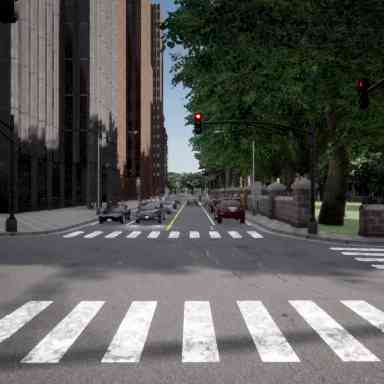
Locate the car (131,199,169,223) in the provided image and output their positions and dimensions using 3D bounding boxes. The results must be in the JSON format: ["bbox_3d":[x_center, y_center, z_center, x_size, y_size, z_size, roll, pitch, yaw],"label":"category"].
[{"bbox_3d":[-3.079,1.516,25.520,1.837,1.490,4.892,0,0,1],"label":"car"}]

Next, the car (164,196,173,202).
[{"bbox_3d":[-5.678,1.620,79.818,1.887,1.381,4.507,0,0,0],"label":"car"}]

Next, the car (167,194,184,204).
[{"bbox_3d":[-2.936,1.600,59.962,2.033,1.411,5.357,0,0,0],"label":"car"}]

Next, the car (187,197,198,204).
[{"bbox_3d":[0.070,1.620,65.786,1.994,1.385,4.181,0,0,0],"label":"car"}]

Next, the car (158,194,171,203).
[{"bbox_3d":[-5.689,1.374,68.904,2.192,1.841,5.009,0,0,0],"label":"car"}]

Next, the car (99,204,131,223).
[{"bbox_3d":[-5.735,1.576,25.248,1.947,1.339,4.313,0,0,0],"label":"car"}]

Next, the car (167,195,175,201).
[{"bbox_3d":[-5.666,1.533,90.732,1.967,1.590,4.097,0,0,0],"label":"car"}]

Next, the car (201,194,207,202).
[{"bbox_3d":[2.819,1.481,52.530,1.967,1.590,4.097,0,0,0],"label":"car"}]

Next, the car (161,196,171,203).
[{"bbox_3d":[-5.683,1.611,74.361,1.887,1.381,4.507,0,0,0],"label":"car"}]

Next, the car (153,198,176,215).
[{"bbox_3d":[-3.062,1.622,34.856,1.895,1.301,4.718,0,0,0],"label":"car"}]

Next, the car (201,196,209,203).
[{"bbox_3d":[2.842,1.592,74.526,1.752,1.417,4.829,0,0,0],"label":"car"}]

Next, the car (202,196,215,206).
[{"bbox_3d":[2.825,1.487,57.987,1.967,1.590,4.097,0,0,0],"label":"car"}]

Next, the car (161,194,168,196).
[{"bbox_3d":[-5.695,1.635,63.447,1.802,1.307,4.206,0,0,0],"label":"car"}]

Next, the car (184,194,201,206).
[{"bbox_3d":[0.115,1.536,55.806,2.128,1.511,4.902,0,0,1],"label":"car"}]

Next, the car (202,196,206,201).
[{"bbox_3d":[2.813,1.585,47.074,2.008,1.369,4.403,0,0,0],"label":"car"}]

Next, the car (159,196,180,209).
[{"bbox_3d":[-3.052,1.596,44.924,1.994,1.385,4.181,0,0,0],"label":"car"}]

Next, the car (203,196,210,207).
[{"bbox_3d":[2.807,1.579,41.617,2.008,1.369,4.403,0,0,0],"label":"car"}]

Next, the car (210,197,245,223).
[{"bbox_3d":[2.790,1.326,25.248,2.192,1.841,5.009,0,0,0],"label":"car"}]

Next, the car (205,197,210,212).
[{"bbox_3d":[2.802,1.588,36.161,1.947,1.339,4.313,0,0,0],"label":"car"}]

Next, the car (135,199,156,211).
[{"bbox_3d":[-5.718,1.579,41.618,2.008,1.369,4.403,0,0,0],"label":"car"}]
